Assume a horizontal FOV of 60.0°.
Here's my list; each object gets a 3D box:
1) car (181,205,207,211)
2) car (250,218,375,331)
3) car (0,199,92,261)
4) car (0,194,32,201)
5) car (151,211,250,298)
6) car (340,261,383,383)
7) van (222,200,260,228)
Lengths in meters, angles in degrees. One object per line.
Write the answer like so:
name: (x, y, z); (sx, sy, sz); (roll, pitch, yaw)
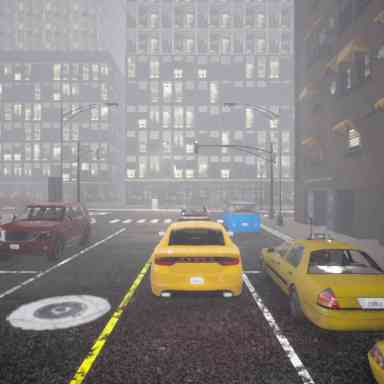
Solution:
car: (0.125, 1.497, 19.059); (2.128, 1.511, 4.902); (0, 0, 0)
car: (2.576, 1.527, 6.977); (1.752, 1.417, 4.829); (0, 0, 0)
car: (-5.298, 1.318, 12.457); (2.192, 1.841, 5.009); (0, 0, 0)
car: (-20.833, 1.112, 38.090); (5.009, 1.841, 2.192); (1, -1, 0)
car: (0.108, 1.479, 8.588); (1.882, 1.535, 5.008); (0, 0, 0)
car: (2.570, 1.526, 1.337); (1.752, 1.417, 4.829); (0, 0, 0)
van: (2.588, 1.346, 18.088); (1.690, 1.788, 3.998); (0, 0, 0)
